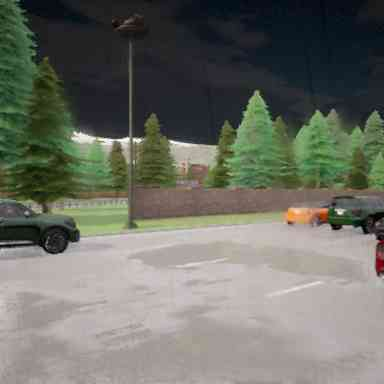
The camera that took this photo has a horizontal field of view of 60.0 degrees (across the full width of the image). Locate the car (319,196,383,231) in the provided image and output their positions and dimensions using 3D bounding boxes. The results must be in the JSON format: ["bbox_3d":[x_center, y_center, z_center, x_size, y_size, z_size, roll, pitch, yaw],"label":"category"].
[{"bbox_3d":[10.252,1.238,19.667,5.566,2.045,2.150,0,0,-36],"label":"car"}]

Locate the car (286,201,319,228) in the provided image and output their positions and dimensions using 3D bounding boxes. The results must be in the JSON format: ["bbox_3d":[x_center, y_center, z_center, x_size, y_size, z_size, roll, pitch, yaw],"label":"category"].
[{"bbox_3d":[8.566,1.369,22.762,4.553,1.767,2.097,0,0,-36],"label":"car"}]

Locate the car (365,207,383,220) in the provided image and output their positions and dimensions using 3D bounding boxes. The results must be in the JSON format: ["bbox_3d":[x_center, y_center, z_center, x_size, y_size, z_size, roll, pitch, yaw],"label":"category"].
[{"bbox_3d":[10.179,1.540,15.332,4.674,1.442,1.812,0,0,-36],"label":"car"}]

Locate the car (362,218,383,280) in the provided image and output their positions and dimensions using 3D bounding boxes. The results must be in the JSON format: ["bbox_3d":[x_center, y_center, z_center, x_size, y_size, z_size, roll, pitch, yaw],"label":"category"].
[{"bbox_3d":[6.618,1.486,8.472,5.008,1.535,1.882,0,0,-36],"label":"car"}]

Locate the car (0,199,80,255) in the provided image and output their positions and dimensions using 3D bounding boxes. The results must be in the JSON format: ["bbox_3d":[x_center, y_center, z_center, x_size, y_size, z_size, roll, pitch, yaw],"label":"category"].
[{"bbox_3d":[-6.909,1.222,11.716,5.566,2.045,2.150,0,0,-36],"label":"car"}]
